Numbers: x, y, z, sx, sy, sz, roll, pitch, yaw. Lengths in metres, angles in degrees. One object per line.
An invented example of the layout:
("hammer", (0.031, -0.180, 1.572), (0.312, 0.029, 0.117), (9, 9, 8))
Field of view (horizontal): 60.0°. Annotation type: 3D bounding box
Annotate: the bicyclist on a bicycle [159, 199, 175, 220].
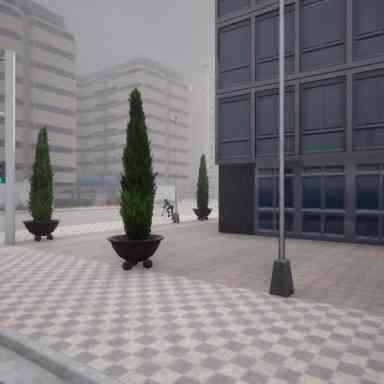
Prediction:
("bicyclist on a bicycle", (-1.908, 1.356, 25.824), (1.656, 1.620, 0.582), (0, 0, 35))
